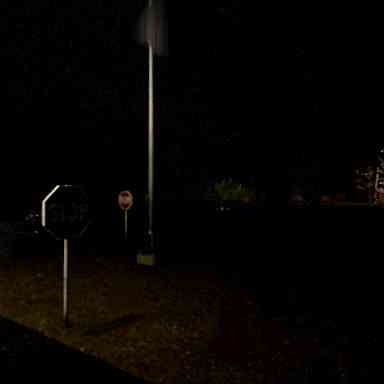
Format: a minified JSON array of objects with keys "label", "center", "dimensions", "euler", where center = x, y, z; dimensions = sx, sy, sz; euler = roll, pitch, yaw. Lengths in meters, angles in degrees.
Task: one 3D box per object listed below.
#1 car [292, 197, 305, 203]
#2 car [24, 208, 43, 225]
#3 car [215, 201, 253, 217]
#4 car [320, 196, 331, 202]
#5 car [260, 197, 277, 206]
[{"label":"car","center":[24.439,1.743,76.031],"dimensions":[1.994,1.385,4.181],"euler":[0,0,34]},{"label":"car","center":[-10.011,1.574,24.727],"dimensions":[1.812,1.442,4.674],"euler":[0,0,34]},{"label":"car","center":[4.255,1.647,33.387],"dimensions":[2.033,1.411,5.357],"euler":[0,0,34]},{"label":"car","center":[33.079,1.693,82.246],"dimensions":[1.882,1.535,5.008],"euler":[0,0,30]},{"label":"car","center":[13.840,1.667,60.248],"dimensions":[2.128,1.511,4.902],"euler":[0,0,34]}]
